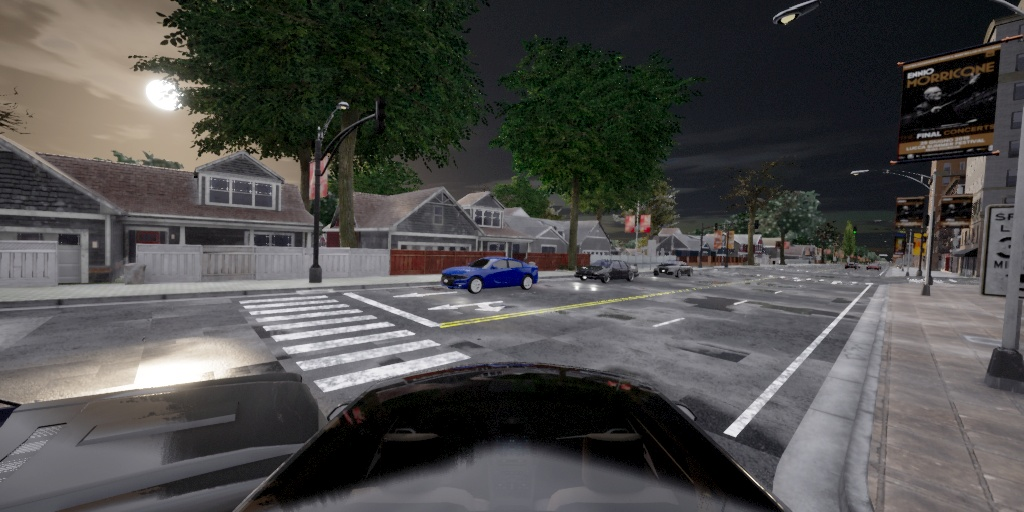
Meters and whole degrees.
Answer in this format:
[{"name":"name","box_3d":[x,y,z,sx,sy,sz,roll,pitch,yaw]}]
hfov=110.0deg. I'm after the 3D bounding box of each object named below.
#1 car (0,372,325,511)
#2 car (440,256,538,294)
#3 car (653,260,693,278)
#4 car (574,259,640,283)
[{"name":"car","box_3d":[-3.317,1.272,1.448,4.718,1.301,1.895,1,2,-33]},{"name":"car","box_3d":[-0.915,0.780,16.602,5.008,1.535,1.882,1,2,-43]},{"name":"car","box_3d":[13.633,1.033,30.249,4.181,1.385,1.994,1,2,-44]},{"name":"car","box_3d":[6.343,0.931,23.425,5.357,1.411,2.033,1,2,-43]}]
